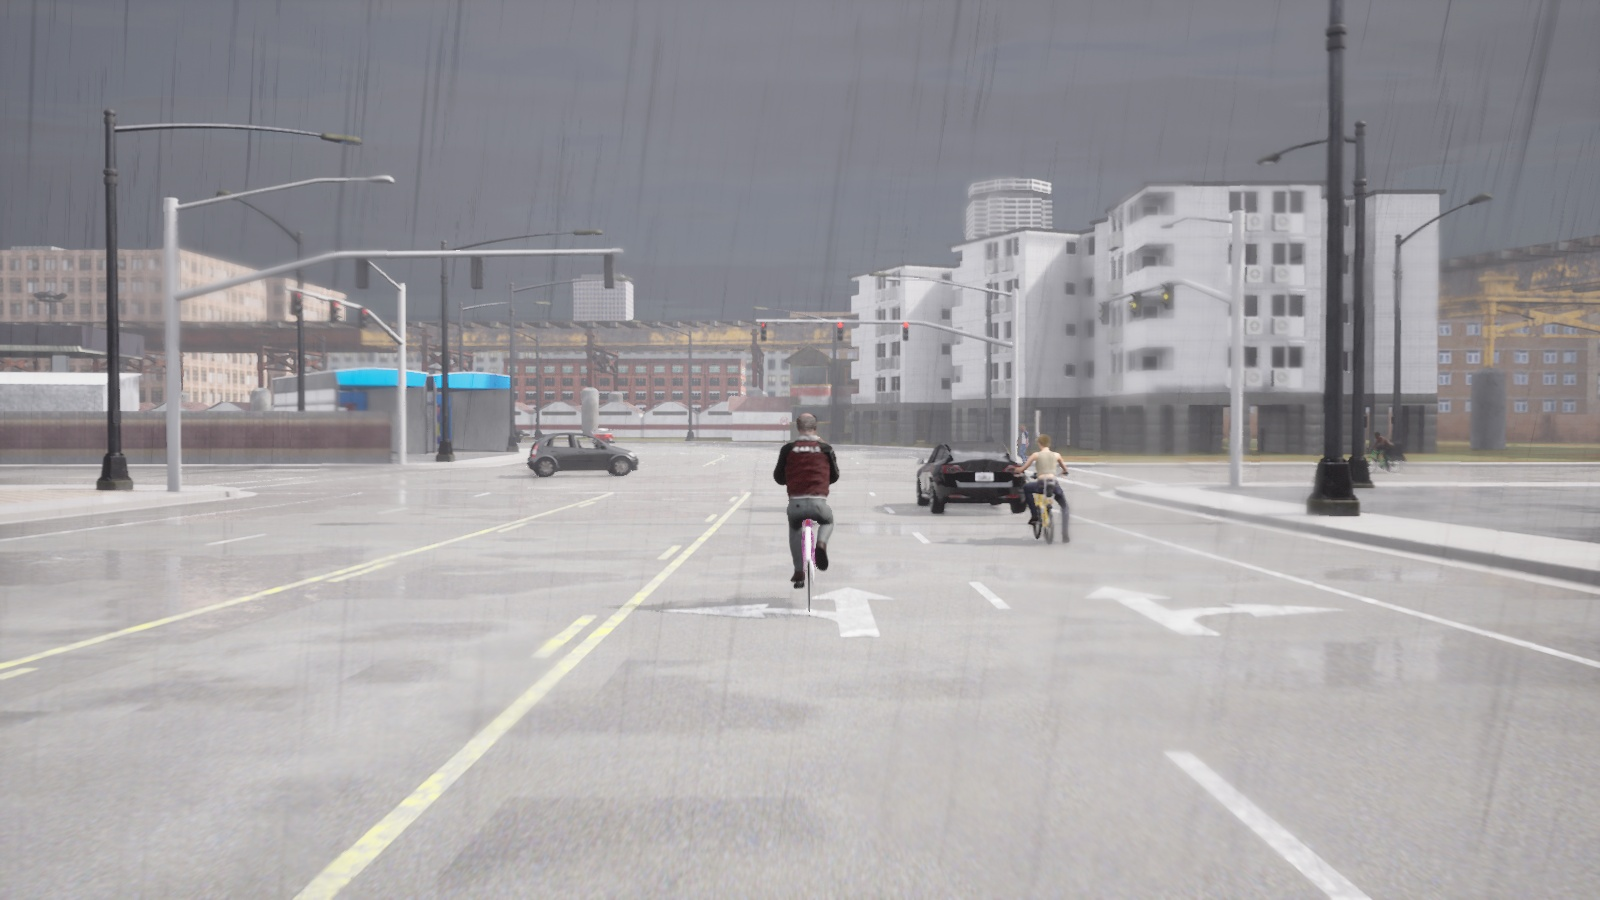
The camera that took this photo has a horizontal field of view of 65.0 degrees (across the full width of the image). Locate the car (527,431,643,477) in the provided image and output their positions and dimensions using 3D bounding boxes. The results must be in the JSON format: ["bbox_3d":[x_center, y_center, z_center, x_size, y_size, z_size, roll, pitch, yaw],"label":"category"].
[{"bbox_3d":[-7.853,0.114,45.699,3.988,1.617,1.851,0,1,-16],"label":"car"}]

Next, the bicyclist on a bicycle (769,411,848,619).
[{"bbox_3d":[0.081,0.546,11.624,0.659,1.776,1.843,0,1,0],"label":"bicyclist on a bicycle"}]

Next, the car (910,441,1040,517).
[{"bbox_3d":[3.675,0.558,27.254,2.163,1.488,4.792,0,1,0],"label":"car"}]

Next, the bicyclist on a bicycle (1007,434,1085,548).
[{"bbox_3d":[3.621,0.575,18.612,0.866,1.612,1.509,0,1,1],"label":"bicyclist on a bicycle"}]

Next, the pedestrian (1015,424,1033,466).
[{"bbox_3d":[9.821,-0.218,54.982,0.706,1.836,0.354,0,1,-3],"label":"pedestrian"}]

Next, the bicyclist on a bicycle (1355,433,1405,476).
[{"bbox_3d":[22.191,0.161,48.044,1.656,1.620,0.582,0,1,-1],"label":"bicyclist on a bicycle"}]
